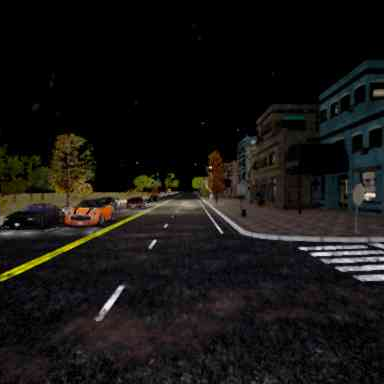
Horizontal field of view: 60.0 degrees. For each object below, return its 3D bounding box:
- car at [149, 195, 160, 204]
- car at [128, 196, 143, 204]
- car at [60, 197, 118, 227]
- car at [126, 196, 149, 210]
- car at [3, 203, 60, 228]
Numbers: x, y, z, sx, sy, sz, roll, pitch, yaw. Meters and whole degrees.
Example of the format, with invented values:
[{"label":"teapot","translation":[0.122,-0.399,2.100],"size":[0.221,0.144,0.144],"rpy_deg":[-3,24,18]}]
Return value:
[{"label":"car","translation":[-6.592,1.303,58.164],"size":[1.837,1.490,4.892],"rpy_deg":[0,0,0]},{"label":"car","translation":[-9.842,1.365,58.129],"size":[1.895,1.301,4.718],"rpy_deg":[0,0,0]},{"label":"car","translation":[-6.634,1.256,21.963],"size":[2.097,1.767,4.553],"rpy_deg":[0,0,0]},{"label":"car","translation":[-6.660,1.350,40.047],"size":[1.812,1.442,4.674],"rpy_deg":[0,0,0]},{"label":"car","translation":[-9.885,1.453,21.438],"size":[2.033,1.411,5.357],"rpy_deg":[0,0,0]}]
